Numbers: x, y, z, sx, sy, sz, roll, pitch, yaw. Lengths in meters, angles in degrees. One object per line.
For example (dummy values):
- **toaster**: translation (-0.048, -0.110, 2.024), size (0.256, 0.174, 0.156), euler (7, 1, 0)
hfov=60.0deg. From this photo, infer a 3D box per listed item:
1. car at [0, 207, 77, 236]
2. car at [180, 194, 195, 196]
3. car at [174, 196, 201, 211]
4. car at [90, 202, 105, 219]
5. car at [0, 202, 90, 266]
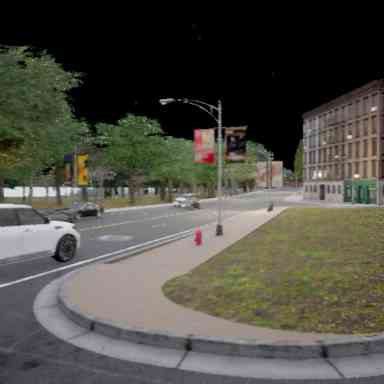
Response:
- **car**: translation (-9.175, 1.692, 20.192), size (1.994, 1.385, 4.181), euler (0, 0, 20)
- **car**: translation (-0.945, 1.349, 51.957), size (2.150, 2.045, 5.566), euler (0, 0, 20)
- **car**: translation (-0.283, 1.648, 44.438), size (2.128, 1.511, 4.902), euler (0, 0, 20)
- **car**: translation (-9.524, 1.629, 28.698), size (2.128, 1.511, 4.902), euler (0, 0, 20)
- **car**: translation (-5.791, 1.333, 9.930), size (2.150, 2.045, 5.566), euler (0, 0, 20)
